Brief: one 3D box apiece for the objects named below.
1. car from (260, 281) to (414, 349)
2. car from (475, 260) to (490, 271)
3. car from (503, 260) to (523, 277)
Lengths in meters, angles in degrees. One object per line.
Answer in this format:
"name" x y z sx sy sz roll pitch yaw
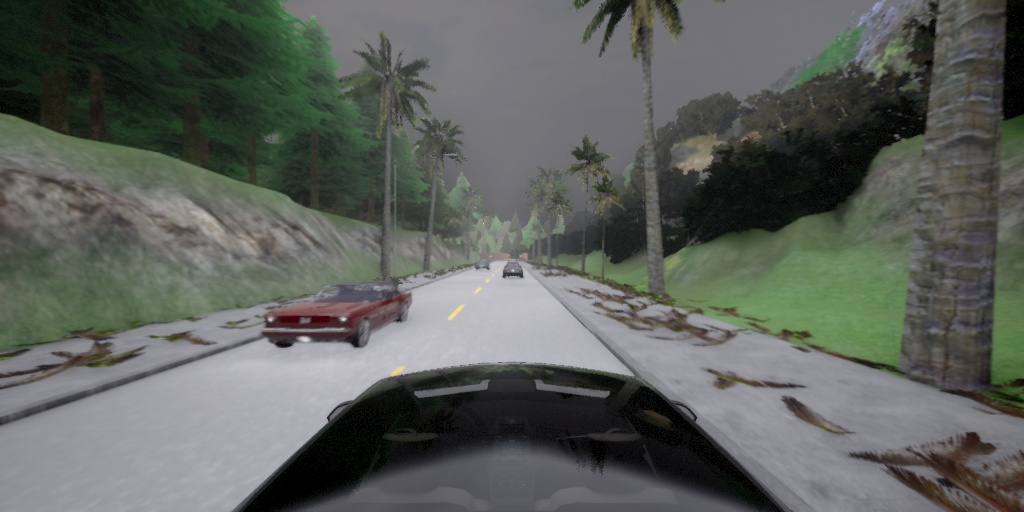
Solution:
"car" -4.099 1.353 9.313 1.895 1.301 4.718 0 0 0
"car" -4.067 1.258 50.410 2.128 1.511 4.902 0 0 0
"car" 0.097 1.326 35.269 1.994 1.385 4.181 0 0 0
